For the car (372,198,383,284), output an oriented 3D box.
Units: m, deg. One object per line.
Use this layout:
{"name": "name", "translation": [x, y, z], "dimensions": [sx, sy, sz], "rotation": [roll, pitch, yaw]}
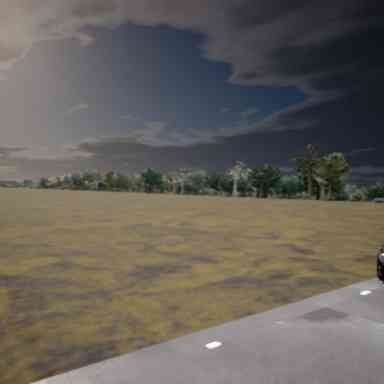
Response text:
{"name": "car", "translation": [6.573, 1.211, 7.759], "dimensions": [5.566, 2.045, 2.150], "rotation": [0, 0, -35]}
